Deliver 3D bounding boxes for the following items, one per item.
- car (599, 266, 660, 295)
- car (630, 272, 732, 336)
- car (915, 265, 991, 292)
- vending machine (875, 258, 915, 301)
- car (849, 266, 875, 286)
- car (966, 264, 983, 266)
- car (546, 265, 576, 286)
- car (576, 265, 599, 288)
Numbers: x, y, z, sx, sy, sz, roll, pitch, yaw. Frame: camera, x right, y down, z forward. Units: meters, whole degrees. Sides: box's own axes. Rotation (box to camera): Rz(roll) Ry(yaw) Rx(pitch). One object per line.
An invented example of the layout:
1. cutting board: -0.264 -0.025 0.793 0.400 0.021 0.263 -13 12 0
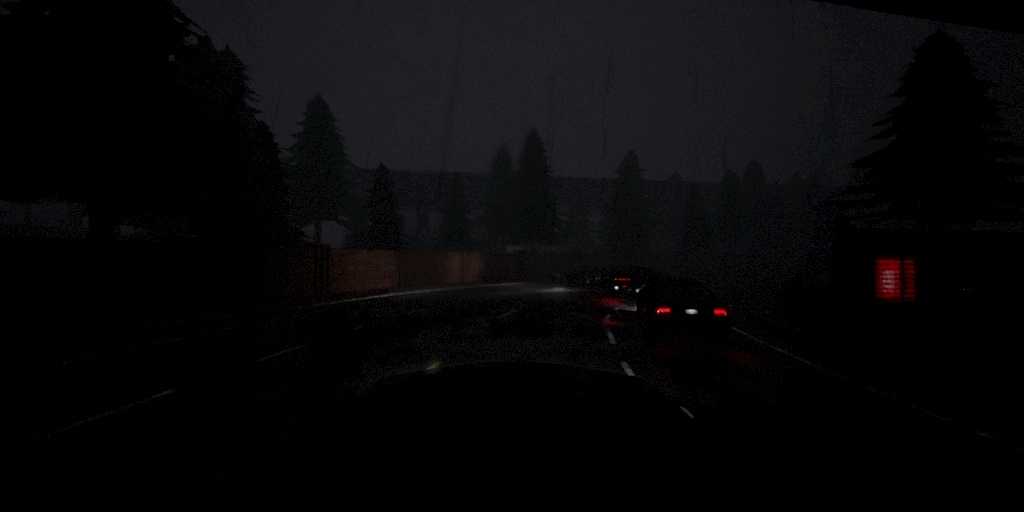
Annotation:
1. car: 7.349 1.398 20.155 4.892 1.490 1.837 0 -2 -38
2. car: 4.861 1.369 10.794 2.033 1.411 5.357 0 0 15
3. car: 26.751 1.476 22.055 5.357 1.411 2.033 0 0 -12
4. vending machine: 17.274 1.071 16.168 0.880 2.100 1.100 0 0 -12
5. car: 26.823 1.433 25.637 5.008 1.535 1.882 0 0 -12
6. car: 47.716 1.590 37.373 4.674 1.442 1.812 0 0 -12
7. car: 4.892 1.419 27.113 5.008 1.535 1.882 0 -1 -27
8. car: 7.120 1.413 24.136 4.902 1.511 2.128 0 -1 -26
